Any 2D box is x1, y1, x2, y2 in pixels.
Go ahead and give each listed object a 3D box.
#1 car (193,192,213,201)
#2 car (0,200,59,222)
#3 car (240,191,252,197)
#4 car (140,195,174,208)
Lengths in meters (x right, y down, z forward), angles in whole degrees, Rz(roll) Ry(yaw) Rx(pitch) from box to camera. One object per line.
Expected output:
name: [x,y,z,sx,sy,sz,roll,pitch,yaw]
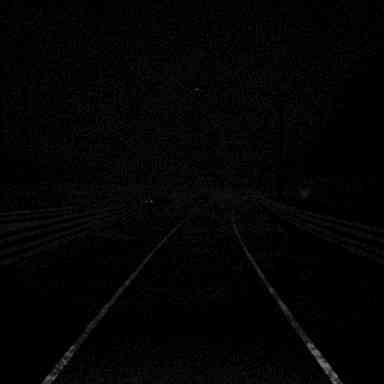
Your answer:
car: [1.729,0.721,51.548,1.994,1.385,4.181,1,1,22]
car: [-10.716,1.276,21.147,2.128,1.511,4.902,0,1,22]
car: [12.732,0.476,78.409,1.837,1.490,4.892,0,0,22]
car: [-3.896,1.017,37.815,2.033,1.411,5.357,0,1,22]
